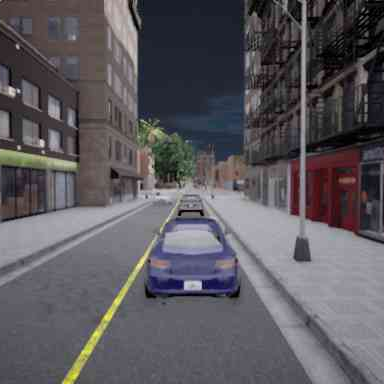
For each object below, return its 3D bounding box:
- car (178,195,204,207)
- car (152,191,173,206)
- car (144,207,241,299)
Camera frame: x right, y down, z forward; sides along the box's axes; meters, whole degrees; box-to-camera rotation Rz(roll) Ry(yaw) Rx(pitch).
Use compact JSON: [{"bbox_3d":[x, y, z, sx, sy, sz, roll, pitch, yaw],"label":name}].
[{"bbox_3d":[-0.071,0.888,24.592,2.033,1.411,5.357,0,2,0],"label":"car"},{"bbox_3d":[-3.027,0.598,34.781,1.812,1.442,4.674,0,1,0],"label":"car"},{"bbox_3d":[0.010,1.313,7.782,1.812,1.442,4.674,0,2,0],"label":"car"}]
